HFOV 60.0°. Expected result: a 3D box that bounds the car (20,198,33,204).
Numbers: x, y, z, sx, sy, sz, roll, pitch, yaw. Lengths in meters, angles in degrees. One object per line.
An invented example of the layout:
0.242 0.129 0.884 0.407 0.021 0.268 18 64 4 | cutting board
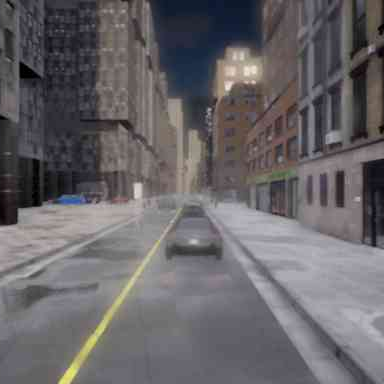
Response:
-31.389 1.778 64.749 4.206 1.307 1.802 0 0 0 | car

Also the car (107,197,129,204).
-14.443 1.661 64.725 4.206 1.307 1.802 0 0 0 | car

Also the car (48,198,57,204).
-25.740 1.709 64.741 4.403 1.369 2.008 0 0 0 | car

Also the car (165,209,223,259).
0.074 1.558 12.572 1.994 1.385 4.181 0 0 0 | car

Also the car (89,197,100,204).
-20.091 1.685 64.733 4.313 1.339 1.947 0 0 0 | car

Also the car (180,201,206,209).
0.081 1.493 27.666 1.837 1.490 4.892 0 0 0 | car

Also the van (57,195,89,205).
-20.096 1.391 56.209 3.998 1.788 1.690 0 0 0 | van

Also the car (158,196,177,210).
-3.051 1.325 41.738 2.097 1.767 4.553 0 0 0 | car
